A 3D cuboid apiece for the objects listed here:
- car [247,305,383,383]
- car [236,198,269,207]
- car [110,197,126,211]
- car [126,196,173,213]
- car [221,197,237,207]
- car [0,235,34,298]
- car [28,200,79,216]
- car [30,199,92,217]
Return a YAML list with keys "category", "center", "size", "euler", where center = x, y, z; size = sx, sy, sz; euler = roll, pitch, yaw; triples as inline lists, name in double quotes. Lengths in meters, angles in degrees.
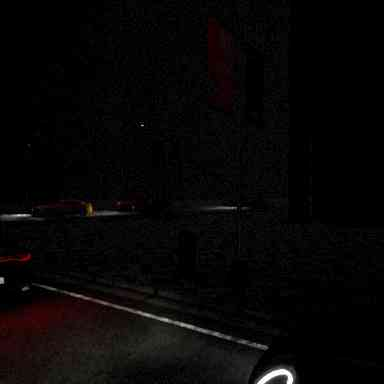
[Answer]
- category: "car"
  center: [2.523, 1.353, 1.852]
  size: [4.553, 1.767, 2.097]
  euler: [0, 0, 35]
- category: "car"
  center: [9.174, 1.566, 48.888]
  size: [4.718, 1.301, 1.895]
  euler: [0, 0, -41]
- category: "car"
  center: [-7.179, 1.285, 38.770]
  size: [4.553, 1.767, 2.097]
  euler: [0, 0, -42]
- category: "car"
  center: [-4.382, 1.436, 36.909]
  size: [4.902, 1.511, 2.128]
  euler: [0, 0, -42]
- category: "car"
  center: [6.439, 1.476, 50.811]
  size: [4.674, 1.442, 1.812]
  euler: [0, 0, -41]
- category: "car"
  center: [-5.609, 1.476, 7.399]
  size: [5.008, 1.535, 1.882]
  euler: [0, 0, 33]
- category: "car"
  center: [-13.700, 1.490, 32.990]
  size: [4.181, 1.385, 1.994]
  euler: [0, 0, -42]
- category: "car"
  center: [-11.708, 1.418, 30.406]
  size: [5.008, 1.535, 1.882]
  euler: [0, 0, -43]
